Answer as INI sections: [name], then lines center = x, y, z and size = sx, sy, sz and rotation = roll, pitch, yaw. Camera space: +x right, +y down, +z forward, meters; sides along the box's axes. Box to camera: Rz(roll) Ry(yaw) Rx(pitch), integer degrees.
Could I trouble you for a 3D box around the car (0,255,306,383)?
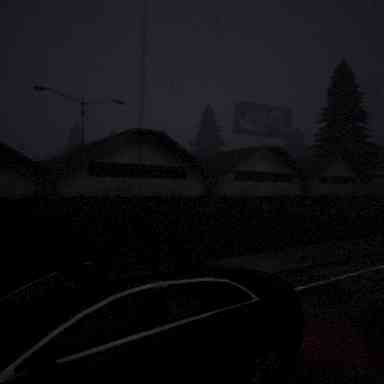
[car]
center = -0.900, 1.497, 3.345
size = 4.902, 1.511, 2.128
rotation = 0, 0, -36
